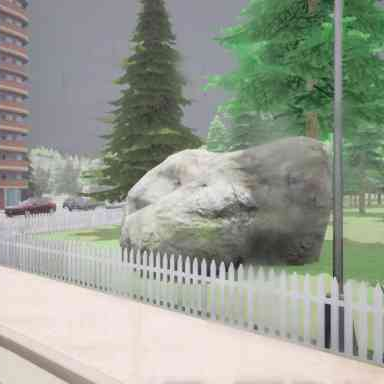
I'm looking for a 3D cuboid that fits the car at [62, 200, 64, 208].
[{"bbox_3d":[-16.509,1.449,45.916,1.837,1.490,4.892,0,0,-8],"label":"car"}]

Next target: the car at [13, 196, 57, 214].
[{"bbox_3d":[-16.783,1.296,35.880,2.097,1.767,4.553,0,0,8],"label":"car"}]

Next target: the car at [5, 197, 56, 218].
[{"bbox_3d":[-14.519,1.422,30.237,1.882,1.535,5.008,0,0,15],"label":"car"}]

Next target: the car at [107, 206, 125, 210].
[{"bbox_3d":[-8.992,1.545,40.805,1.895,1.301,4.718,0,0,2],"label":"car"}]

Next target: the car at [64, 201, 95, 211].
[{"bbox_3d":[-12.873,1.508,39.077,1.994,1.385,4.181,0,0,4],"label":"car"}]
